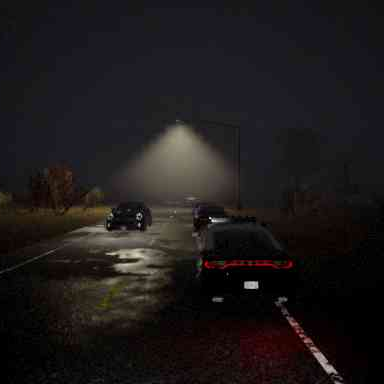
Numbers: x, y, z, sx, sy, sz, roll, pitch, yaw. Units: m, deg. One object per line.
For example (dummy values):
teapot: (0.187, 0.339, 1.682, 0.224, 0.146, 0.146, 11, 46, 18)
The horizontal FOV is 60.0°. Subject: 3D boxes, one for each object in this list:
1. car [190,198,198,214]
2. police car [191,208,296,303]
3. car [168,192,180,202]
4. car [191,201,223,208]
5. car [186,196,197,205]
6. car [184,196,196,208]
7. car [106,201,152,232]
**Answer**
car: (0.995, 1.450, 24.290, 1.882, 1.535, 5.008, 0, 0, 0)
police car: (1.031, 1.419, 8.397, 1.930, 1.638, 5.238, 0, 0, 0)
car: (-3.822, 1.057, 70.786, 2.150, 2.045, 5.566, 0, 0, -1)
car: (1.008, 1.488, 18.288, 1.837, 1.490, 4.892, 0, 0, 0)
car: (-0.144, 1.407, 59.126, 1.812, 1.442, 4.674, 0, 0, 0)
car: (-0.072, 1.415, 45.792, 2.128, 1.511, 4.902, 0, 0, 0)
car: (-3.646, 1.331, 19.920, 2.097, 1.767, 4.553, 0, 0, 0)
